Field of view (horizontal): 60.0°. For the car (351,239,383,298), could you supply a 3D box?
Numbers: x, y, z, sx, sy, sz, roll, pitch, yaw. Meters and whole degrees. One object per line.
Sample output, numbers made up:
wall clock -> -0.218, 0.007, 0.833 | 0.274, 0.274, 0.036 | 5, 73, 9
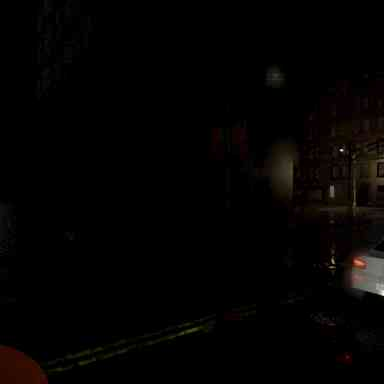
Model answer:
car -> 5.271, 1.528, 7.195 | 4.674, 1.442, 1.812 | 0, 0, -35

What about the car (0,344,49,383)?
car -> -3.161, 1.477, 1.190 | 5.008, 1.535, 1.882 | 0, 0, -35
